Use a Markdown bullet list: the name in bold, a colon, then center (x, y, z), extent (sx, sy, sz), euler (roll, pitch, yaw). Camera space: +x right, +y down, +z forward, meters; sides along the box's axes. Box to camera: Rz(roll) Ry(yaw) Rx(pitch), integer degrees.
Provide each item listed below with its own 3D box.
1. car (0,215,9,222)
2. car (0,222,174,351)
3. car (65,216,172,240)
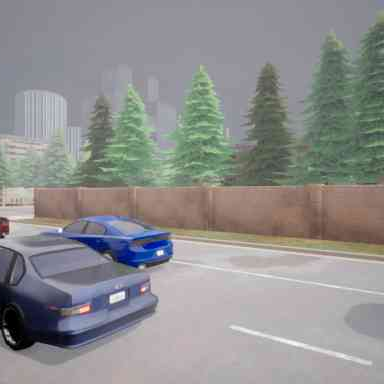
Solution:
- **car**: center (-10.699, 1.477, 15.907), extent (5.008, 1.535, 1.882), euler (0, 0, 35)
- **car**: center (-3.111, 1.547, 6.200), extent (5.357, 1.411, 2.033), euler (0, 0, 35)
- **car**: center (-2.867, 1.478, 10.331), extent (5.008, 1.535, 1.882), euler (0, 0, 35)
